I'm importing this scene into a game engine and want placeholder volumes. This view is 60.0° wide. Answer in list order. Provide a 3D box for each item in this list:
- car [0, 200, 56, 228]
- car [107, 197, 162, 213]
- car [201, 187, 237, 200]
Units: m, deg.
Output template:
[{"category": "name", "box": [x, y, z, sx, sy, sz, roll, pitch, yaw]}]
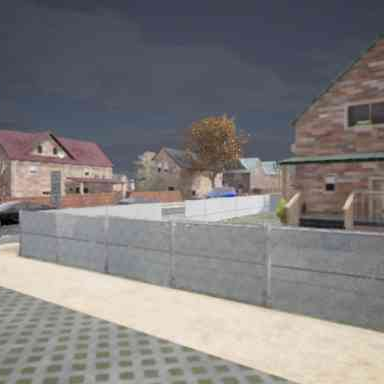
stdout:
[{"category": "car", "box": [-10.645, 1.291, 20.134, 1.882, 1.535, 5.008, 1, 2, 34]}, {"category": "car", "box": [-4.834, 1.122, 28.361, 2.033, 1.411, 5.357, 1, 2, 35]}, {"category": "car", "box": [3.320, 0.459, 39.792, 2.150, 2.045, 5.566, 1, 3, 36]}]
